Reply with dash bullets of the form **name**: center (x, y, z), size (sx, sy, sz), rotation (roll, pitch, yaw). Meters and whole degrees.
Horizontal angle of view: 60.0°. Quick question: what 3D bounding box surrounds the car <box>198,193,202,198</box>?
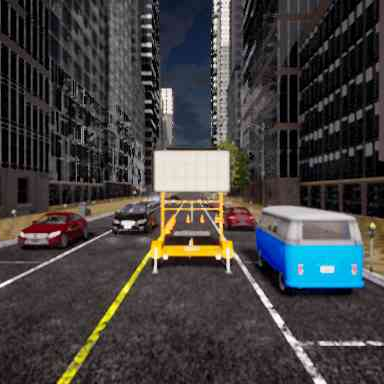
- **car**: center (2.687, 1.112, 65.388), size (1.967, 1.590, 4.097), rotation (0, 0, 0)

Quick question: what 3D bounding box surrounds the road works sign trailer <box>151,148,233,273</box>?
- **road works sign trailer**: center (-0.001, 0.416, 10.479), size (2.380, 3.560, 2.880), rotation (0, 0, 0)

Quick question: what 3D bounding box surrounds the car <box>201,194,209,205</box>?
- **car**: center (2.688, 1.323, 48.312), size (2.008, 1.369, 4.403), rotation (0, 0, 0)

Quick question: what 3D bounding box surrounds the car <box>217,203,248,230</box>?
- **car**: center (2.689, 1.490, 19.849), size (1.802, 1.307, 4.206), rotation (0, 0, 0)

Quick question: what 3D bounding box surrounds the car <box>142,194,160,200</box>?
- **car**: center (-5.693, 1.353, 42.622), size (2.008, 1.369, 4.403), rotation (0, 0, 0)

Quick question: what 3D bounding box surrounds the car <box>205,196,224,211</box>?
- **car**: center (2.688, 1.412, 36.927), size (1.802, 1.307, 4.206), rotation (0, 0, 0)

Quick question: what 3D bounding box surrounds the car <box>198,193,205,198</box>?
- **car**: center (2.686, 1.034, 93.851), size (1.887, 1.381, 4.507), rotation (0, 0, 0)

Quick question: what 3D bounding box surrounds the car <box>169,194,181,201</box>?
- **car**: center (-3.061, 1.211, 59.669), size (1.837, 1.490, 4.892), rotation (0, 0, 0)

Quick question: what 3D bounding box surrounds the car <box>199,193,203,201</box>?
- **car**: center (2.688, 1.291, 54.004), size (2.008, 1.369, 4.403), rotation (0, 0, 0)

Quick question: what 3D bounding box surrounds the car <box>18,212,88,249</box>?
- **car**: center (-5.692, 1.516, 14.160), size (1.802, 1.307, 4.206), rotation (0, 0, 0)

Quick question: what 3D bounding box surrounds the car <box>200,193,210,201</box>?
- **car**: center (2.687, 1.077, 71.080), size (1.967, 1.590, 4.097), rotation (0, 0, 0)

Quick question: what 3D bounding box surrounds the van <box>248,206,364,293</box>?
- **van**: center (2.689, 1.302, 8.464), size (1.690, 1.788, 3.998), rotation (0, 0, 0)

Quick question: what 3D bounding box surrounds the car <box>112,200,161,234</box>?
- **car**: center (-3.101, 1.406, 18.509), size (2.128, 1.511, 4.902), rotation (0, 0, 0)

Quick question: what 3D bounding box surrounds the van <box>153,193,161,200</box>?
- **van**: center (-5.693, 1.082, 54.006), size (1.690, 1.788, 3.998), rotation (0, 0, 0)
